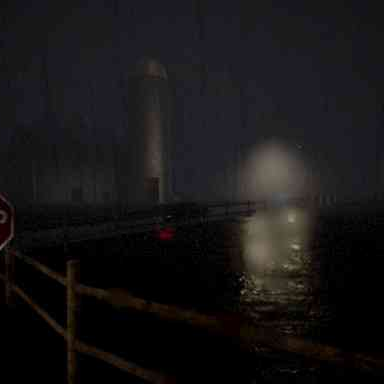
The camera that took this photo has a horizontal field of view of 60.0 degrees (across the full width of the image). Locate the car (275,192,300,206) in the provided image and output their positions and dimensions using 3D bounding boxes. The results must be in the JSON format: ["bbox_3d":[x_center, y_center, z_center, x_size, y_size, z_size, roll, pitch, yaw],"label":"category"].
[{"bbox_3d":[14.504,1.016,50.423,2.150,2.045,5.566,-1,0,37],"label":"car"}]

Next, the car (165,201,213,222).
[{"bbox_3d":[-0.217,1.441,25.398,1.837,1.490,4.892,-1,-1,34],"label":"car"}]

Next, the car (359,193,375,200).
[{"bbox_3d":[40.036,1.028,77.172,2.033,1.411,5.357,-1,-1,42],"label":"car"}]
